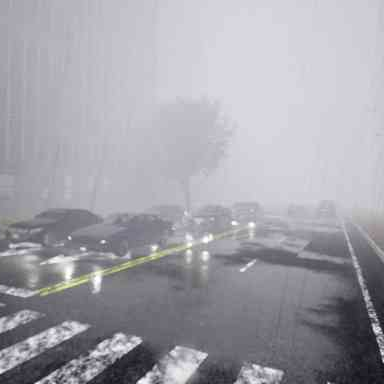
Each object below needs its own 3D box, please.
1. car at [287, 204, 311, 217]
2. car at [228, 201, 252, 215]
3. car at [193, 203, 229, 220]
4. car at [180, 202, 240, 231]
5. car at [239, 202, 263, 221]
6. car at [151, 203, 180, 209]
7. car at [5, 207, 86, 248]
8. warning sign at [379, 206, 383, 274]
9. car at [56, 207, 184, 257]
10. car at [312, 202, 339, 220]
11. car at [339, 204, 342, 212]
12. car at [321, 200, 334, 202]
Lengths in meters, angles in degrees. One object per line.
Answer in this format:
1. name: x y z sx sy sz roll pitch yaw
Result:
1. car: 12.526 2.142 39.591 2.128 1.511 4.902 2 0 23
2. car: 6.043 1.940 41.313 1.812 1.442 4.674 2 0 23
3. car: 1.944 1.822 31.880 1.895 1.301 4.718 2 0 23
4. car: 1.344 1.648 22.218 2.128 1.511 4.902 2 0 23
5. car: 5.334 1.699 31.513 2.097 1.767 4.553 2 0 23
6. car: -1.959 1.540 22.756 1.837 1.490 4.892 2 0 23
7. car: -5.573 1.389 14.292 1.812 1.442 4.674 2 0 22
8. warning sign: 6.247 1.402 9.593 1.300 1.860 1.060 3 1 23
9. car: -2.491 1.522 13.259 2.033 1.411 5.357 2 0 23
10. car: 14.980 2.224 37.218 2.128 1.511 4.902 2 0 24
11. car: 26.274 2.774 60.859 1.812 1.442 4.674 2 0 23
12. car: 19.078 2.148 46.894 2.150 2.045 5.566 2 0 23
